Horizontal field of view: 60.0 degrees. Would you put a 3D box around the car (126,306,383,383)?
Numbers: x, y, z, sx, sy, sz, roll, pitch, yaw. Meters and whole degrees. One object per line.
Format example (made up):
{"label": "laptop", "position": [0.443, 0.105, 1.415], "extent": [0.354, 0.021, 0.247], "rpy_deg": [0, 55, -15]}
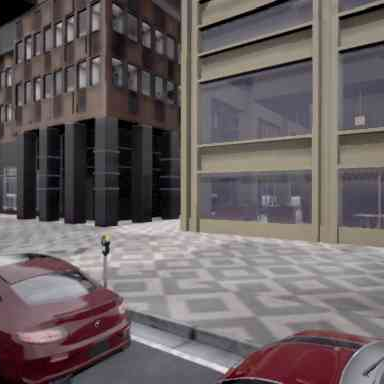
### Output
{"label": "car", "position": [1.852, 1.438, 1.639], "extent": [4.097, 1.590, 1.967], "rpy_deg": [0, 0, 36]}

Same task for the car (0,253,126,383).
{"label": "car", "position": [-2.708, 1.579, 4.892], "extent": [4.206, 1.307, 1.802], "rpy_deg": [0, 0, 36]}
